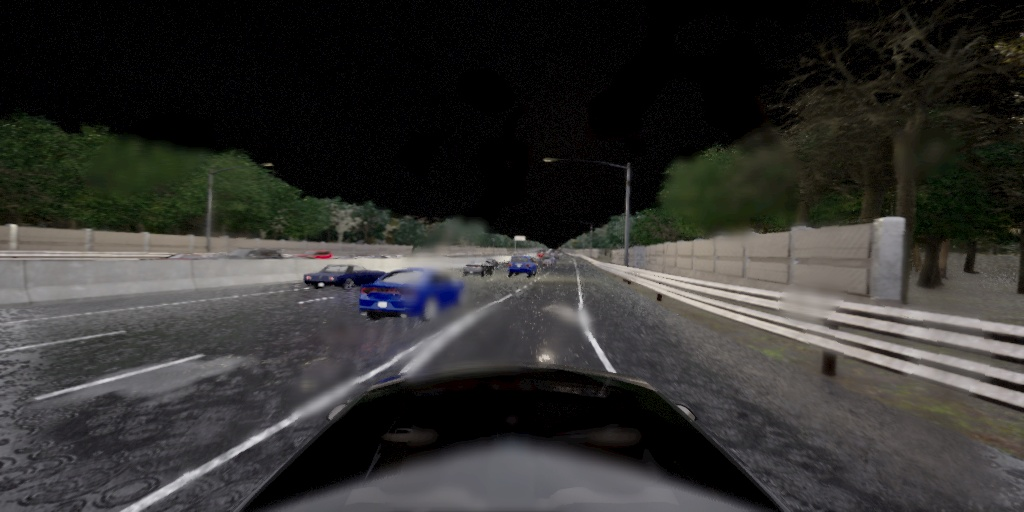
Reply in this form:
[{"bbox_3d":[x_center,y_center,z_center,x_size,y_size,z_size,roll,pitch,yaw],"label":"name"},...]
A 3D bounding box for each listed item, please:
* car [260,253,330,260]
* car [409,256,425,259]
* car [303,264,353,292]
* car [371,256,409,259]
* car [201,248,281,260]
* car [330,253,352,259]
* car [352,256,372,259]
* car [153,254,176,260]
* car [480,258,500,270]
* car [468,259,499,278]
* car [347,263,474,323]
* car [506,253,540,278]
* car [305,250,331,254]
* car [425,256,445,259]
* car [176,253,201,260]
[{"bbox_3d":[-17.691,0.756,29.566,1.837,1.490,4.892,2,0,10],"label":"car"},{"bbox_3d":[-15.504,0.753,62.212,2.128,1.511,4.902,2,1,10],"label":"car"},{"bbox_3d":[-8.760,1.100,19.360,1.895,1.301,4.718,2,0,10],"label":"car"},{"bbox_3d":[-15.035,0.849,44.610,1.812,1.442,4.674,2,0,10],"label":"car"},{"bbox_3d":[-21.314,0.372,29.142,2.150,2.045,5.566,2,0,10],"label":"car"},{"bbox_3d":[-21.651,0.704,47.314,1.994,1.385,4.181,2,0,10],"label":"car"},{"bbox_3d":[-18.153,0.729,47.004,2.128,1.511,4.902,2,0,10],"label":"car"},{"bbox_3d":[-28.163,0.489,30.600,1.812,1.442,4.674,2,0,10],"label":"car"},{"bbox_3d":[-3.110,1.145,51.634,1.837,1.490,4.892,2,0,10],"label":"car"},{"bbox_3d":[-2.942,1.149,32.145,2.128,1.511,4.902,2,0,10],"label":"car"},{"bbox_3d":[-2.982,1.138,11.879,1.882,1.535,5.008,2,0,10],"label":"car"},{"bbox_3d":[1.076,0.989,34.753,2.150,2.045,5.566,2,0,10],"label":"car"},{"bbox_3d":[-25.417,0.255,46.076,2.150,2.045,5.566,2,0,10],"label":"car"},{"bbox_3d":[-12.284,0.831,60.329,1.882,1.535,5.008,2,1,10],"label":"car"},{"bbox_3d":[-24.662,0.551,30.319,2.128,1.511,4.902,2,0,10],"label":"car"}]
